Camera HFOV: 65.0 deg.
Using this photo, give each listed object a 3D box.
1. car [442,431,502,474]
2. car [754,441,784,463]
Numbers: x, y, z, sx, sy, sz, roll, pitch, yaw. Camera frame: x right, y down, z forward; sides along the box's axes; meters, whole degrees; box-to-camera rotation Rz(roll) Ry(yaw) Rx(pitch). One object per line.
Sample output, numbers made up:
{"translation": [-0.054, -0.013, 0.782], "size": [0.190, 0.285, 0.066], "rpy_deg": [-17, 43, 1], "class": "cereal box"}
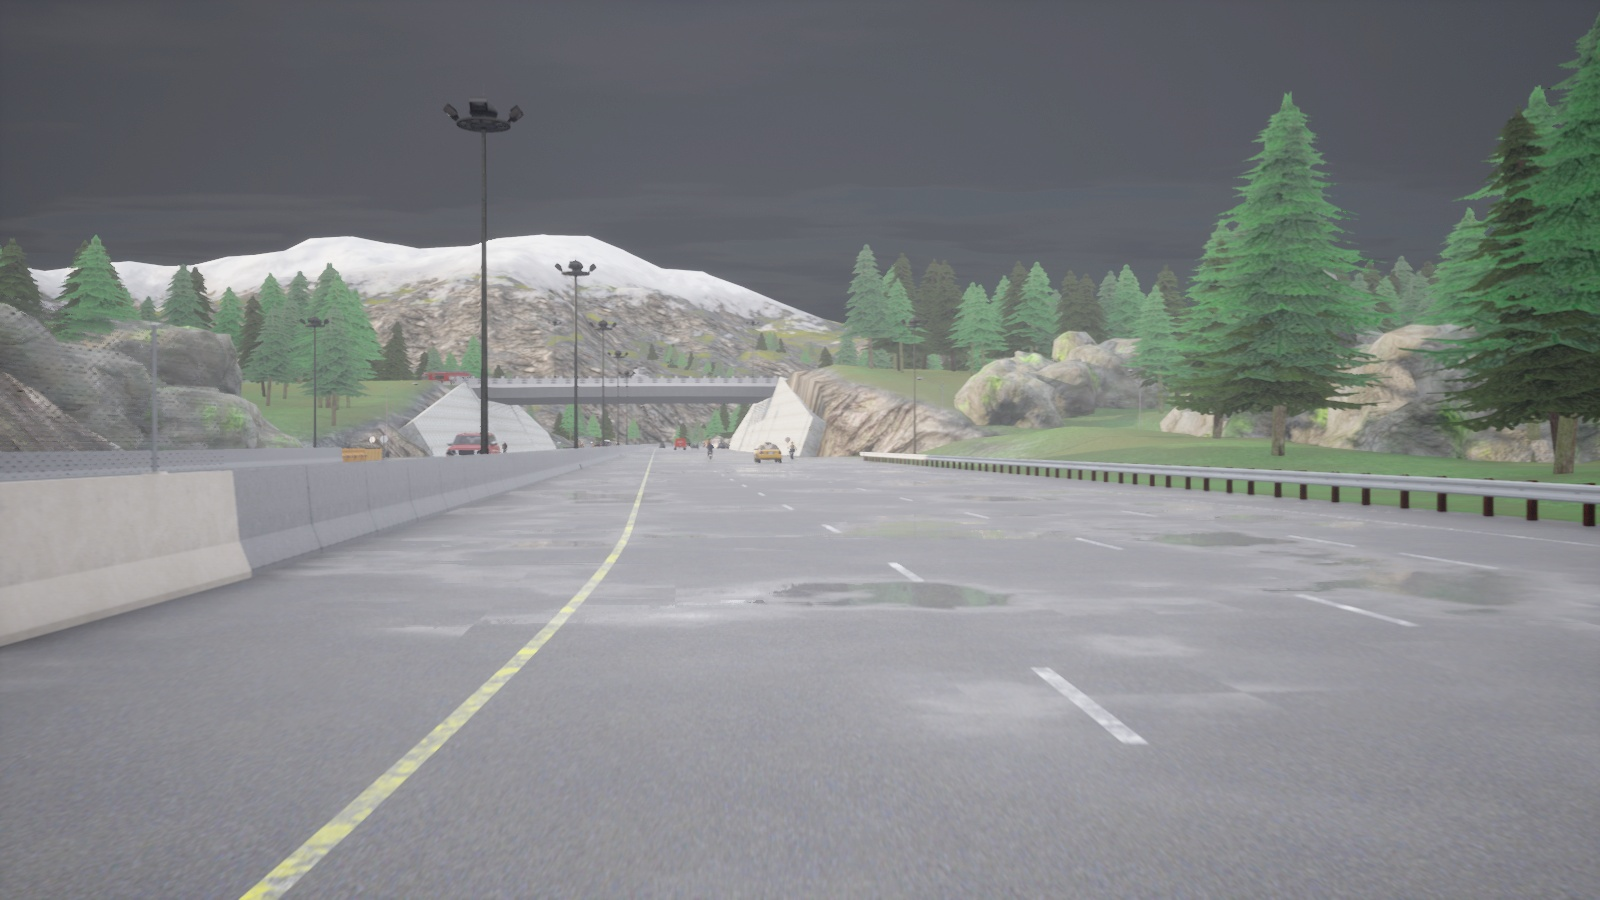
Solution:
{"translation": [-16.502, 0.097, 63.466], "size": [2.150, 2.045, 5.566], "rpy_deg": [0, 0, -6], "class": "car"}
{"translation": [-2.358, 0.154, 94.078], "size": [1.801, 1.575, 5.366], "rpy_deg": [0, 0, -6], "class": "car"}
